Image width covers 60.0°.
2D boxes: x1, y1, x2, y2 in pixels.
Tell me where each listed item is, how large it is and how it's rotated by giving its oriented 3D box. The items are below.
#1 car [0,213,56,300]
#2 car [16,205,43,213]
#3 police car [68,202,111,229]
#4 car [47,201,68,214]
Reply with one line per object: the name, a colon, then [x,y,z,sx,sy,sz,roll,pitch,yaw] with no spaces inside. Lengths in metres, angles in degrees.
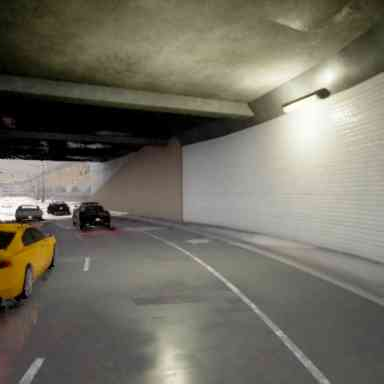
car: [-4.704,1.526,8.282,1.882,1.535,5.008,0,0,-13]
car: [-14.132,1.747,28.773,1.895,1.301,4.718,-1,0,-29]
police car: [-6.967,1.501,22.778,1.930,1.638,5.238,0,0,-27]
car: [-15.136,1.723,37.726,1.994,1.385,4.181,-1,0,-29]
